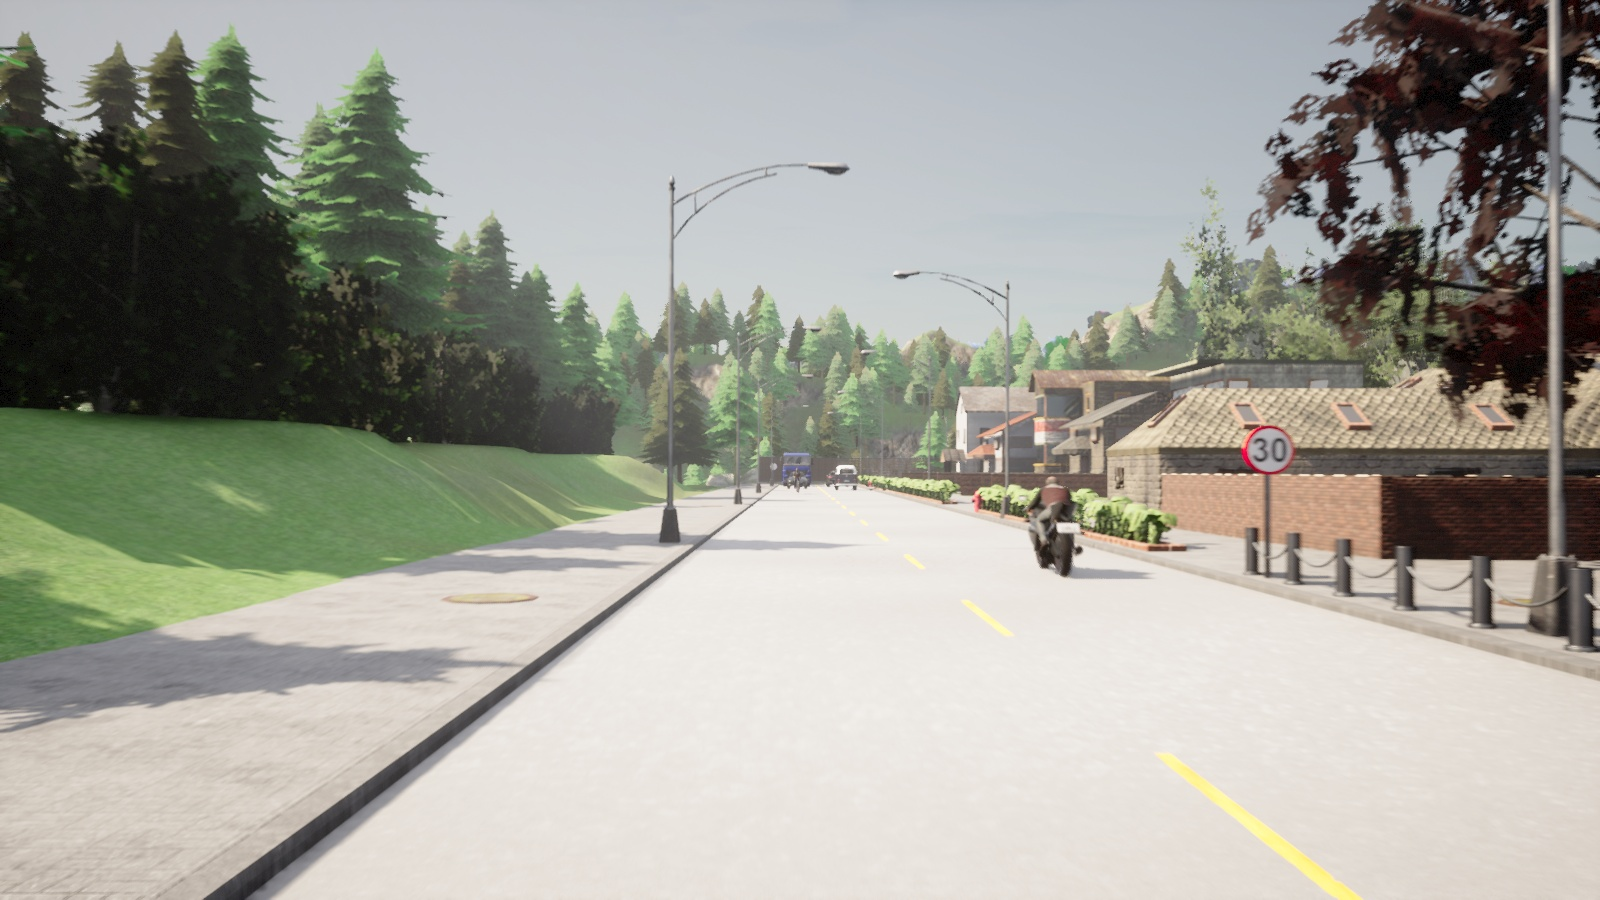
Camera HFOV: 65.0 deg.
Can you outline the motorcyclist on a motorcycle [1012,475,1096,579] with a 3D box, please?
[{"bbox_3d":[3.952,1.163,19.707,0.866,1.530,2.191,0,-1,0],"label":"motorcyclist on a motorcycle"}]
